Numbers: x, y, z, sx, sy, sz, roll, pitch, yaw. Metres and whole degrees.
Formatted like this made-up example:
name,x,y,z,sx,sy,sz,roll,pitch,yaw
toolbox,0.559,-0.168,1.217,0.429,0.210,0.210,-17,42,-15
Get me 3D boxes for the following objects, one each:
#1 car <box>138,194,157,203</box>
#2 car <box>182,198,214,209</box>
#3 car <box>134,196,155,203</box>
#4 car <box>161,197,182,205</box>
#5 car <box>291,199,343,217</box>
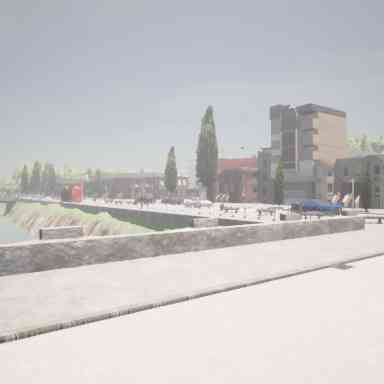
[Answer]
name,x,y,z,sx,sy,sz,roll,pitch,yaw
car,-7.993,1.154,59.329,1.837,1.490,4.892,0,0,-36
car,1.056,1.525,46.557,1.812,1.442,4.674,0,0,-36
car,-9.838,1.546,68.948,2.033,1.411,5.357,0,0,-36
car,-3.626,1.547,60.287,2.033,1.411,5.357,0,0,-36
car,11.783,1.478,31.577,1.882,1.535,5.008,0,0,-36
